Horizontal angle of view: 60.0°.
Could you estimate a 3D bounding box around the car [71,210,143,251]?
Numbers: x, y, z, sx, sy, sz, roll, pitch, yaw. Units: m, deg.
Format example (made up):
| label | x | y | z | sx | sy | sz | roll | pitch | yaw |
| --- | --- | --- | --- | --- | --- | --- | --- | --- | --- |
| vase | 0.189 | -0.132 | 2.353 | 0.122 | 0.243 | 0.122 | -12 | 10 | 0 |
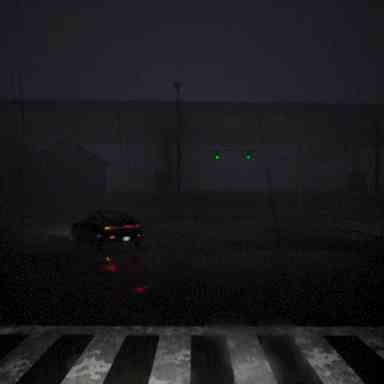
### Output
| label | x | y | z | sx | sy | sz | roll | pitch | yaw |
| --- | --- | --- | --- | --- | --- | --- | --- | --- | --- |
| car | -3.853 | 1.558 | 14.603 | 2.128 | 1.511 | 4.902 | 1 | -1 | -34 |
